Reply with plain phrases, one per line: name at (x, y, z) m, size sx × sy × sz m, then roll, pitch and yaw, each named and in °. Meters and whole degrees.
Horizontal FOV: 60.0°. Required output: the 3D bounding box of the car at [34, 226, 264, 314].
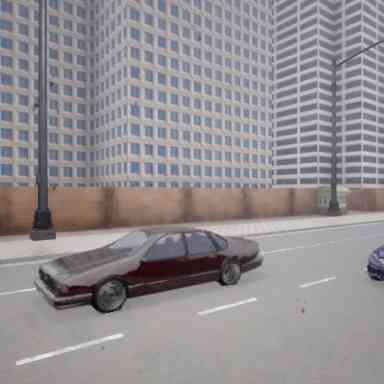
car at (-0.669, 1.547, 7.816) m, size 5.357 × 1.411 × 2.033 m, roll 0°, pitch 0°, yaw -36°

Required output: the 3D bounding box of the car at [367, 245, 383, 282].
car at (6.415, 1.526, 8.604) m, size 4.674 × 1.442 × 1.812 m, roll 0°, pitch 0°, yaw -36°
